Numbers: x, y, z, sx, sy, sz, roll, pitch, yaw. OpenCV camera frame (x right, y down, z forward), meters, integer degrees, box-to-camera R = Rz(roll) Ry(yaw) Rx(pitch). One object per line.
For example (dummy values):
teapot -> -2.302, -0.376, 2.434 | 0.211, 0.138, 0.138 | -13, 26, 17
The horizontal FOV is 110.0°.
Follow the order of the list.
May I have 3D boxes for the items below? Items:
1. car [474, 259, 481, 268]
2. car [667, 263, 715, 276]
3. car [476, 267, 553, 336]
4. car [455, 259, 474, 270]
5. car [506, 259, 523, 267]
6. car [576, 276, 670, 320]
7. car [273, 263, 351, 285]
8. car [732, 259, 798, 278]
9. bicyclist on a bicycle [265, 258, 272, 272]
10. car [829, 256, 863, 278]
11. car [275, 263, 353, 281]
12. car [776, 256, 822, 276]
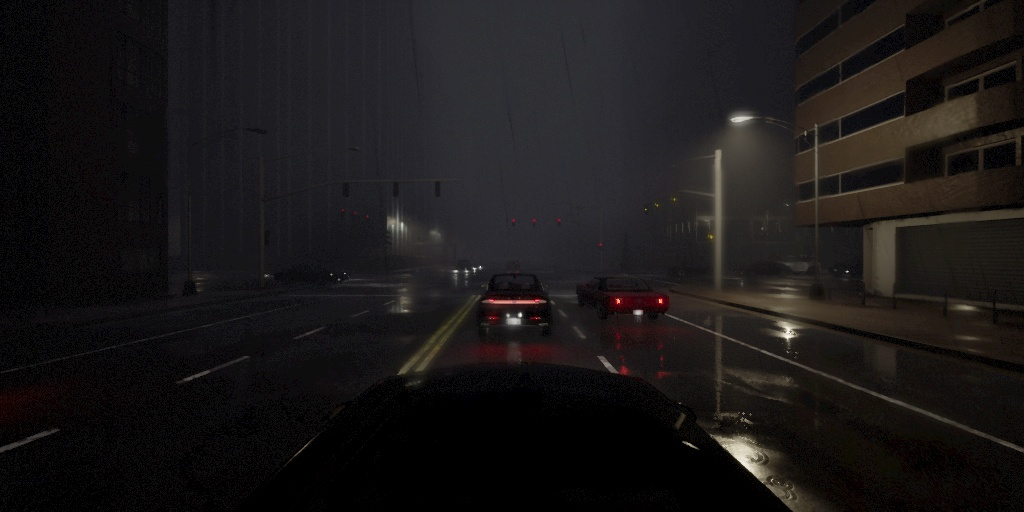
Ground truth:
car -> -7.014, 1.276, 62.297 | 1.812, 1.442, 4.674 | 0, 0, 0
car -> 18.549, 1.351, 36.776 | 4.718, 1.301, 1.895 | 0, 0, 1
car -> 0.075, 1.242, 10.368 | 2.128, 1.511, 4.902 | 0, 0, 0
car -> -7.043, 1.255, 52.213 | 1.837, 1.490, 4.892 | 0, 0, 0
car -> 0.138, 1.241, 51.844 | 2.128, 1.511, 4.902 | 0, 0, 0
car -> 3.591, 1.351, 12.659 | 1.895, 1.301, 4.718 | 0, 0, -2
car -> -14.318, 1.351, 25.632 | 4.718, 1.301, 1.895 | 0, 0, 11
car -> 23.103, 1.255, 33.204 | 4.892, 1.490, 1.837 | 0, 0, 1
bicyclist on a bicycle -> -28.736, 1.051, 42.057 | 0.582, 1.620, 1.656 | 0, 0, 1
car -> 32.677, 0.971, 33.095 | 5.566, 2.045, 2.150 | 0, 0, 1
car -> -16.566, 1.298, 30.220 | 5.357, 1.411, 2.033 | 0, 0, -4
car -> 28.290, 0.971, 36.647 | 5.566, 2.045, 2.150 | 0, 0, 1
